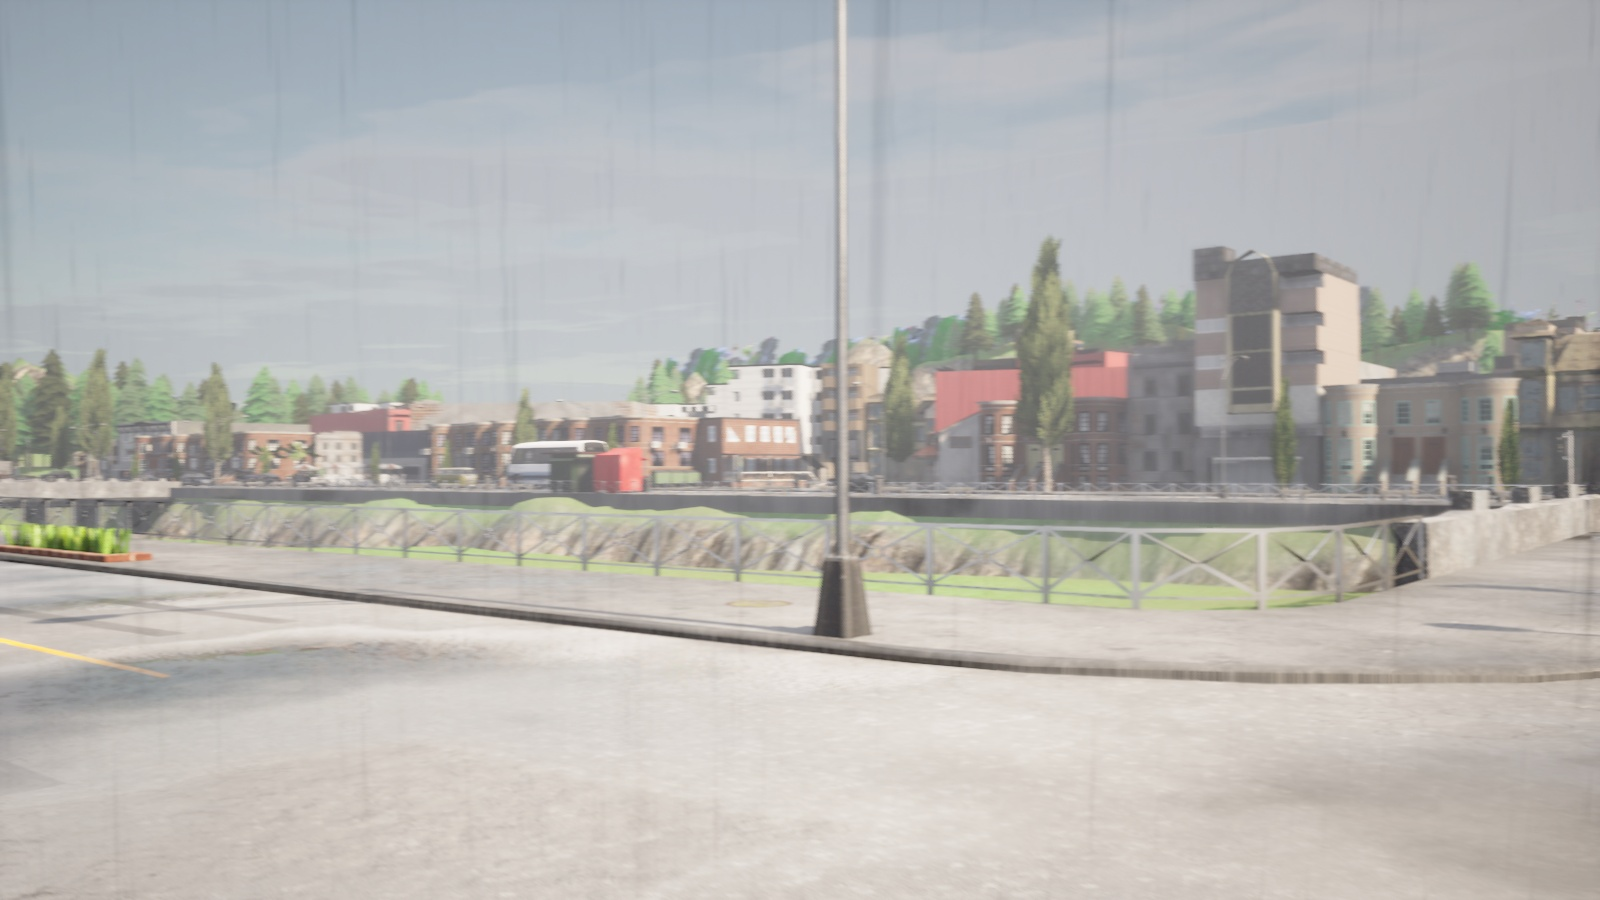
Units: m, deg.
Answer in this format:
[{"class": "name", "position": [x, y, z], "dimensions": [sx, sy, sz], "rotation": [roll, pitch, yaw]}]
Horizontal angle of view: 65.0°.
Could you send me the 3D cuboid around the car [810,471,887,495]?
[{"class": "car", "position": [3.237, 2.210, 84.145], "dimensions": [5.008, 1.535, 1.882], "rotation": [-1, -1, 38]}]
